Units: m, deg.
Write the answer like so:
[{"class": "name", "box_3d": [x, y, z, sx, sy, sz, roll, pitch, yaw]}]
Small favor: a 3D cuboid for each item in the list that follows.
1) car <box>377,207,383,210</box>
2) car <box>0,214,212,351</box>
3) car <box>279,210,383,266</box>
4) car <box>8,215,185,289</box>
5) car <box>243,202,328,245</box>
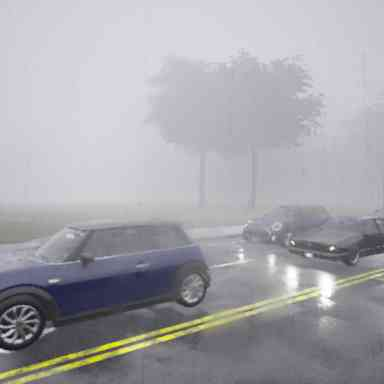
[{"class": "car", "box_3d": [12.495, 1.576, 20.559, 4.181, 1.385, 1.994, 0, 0, -36]}, {"class": "car", "box_3d": [-1.879, 1.353, 6.332, 4.553, 1.767, 2.097, 0, 0, -35]}, {"class": "car", "box_3d": [5.766, 1.555, 11.783, 5.357, 1.411, 2.033, 0, 0, -35]}, {"class": "car", "box_3d": [-2.651, 1.528, 9.763, 4.674, 1.442, 1.812, 0, 0, -34]}, {"class": "car", "box_3d": [4.408, 1.360, 14.801, 4.553, 1.767, 2.097, 0, 0, -35]}]
